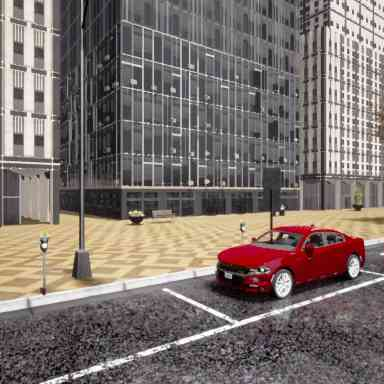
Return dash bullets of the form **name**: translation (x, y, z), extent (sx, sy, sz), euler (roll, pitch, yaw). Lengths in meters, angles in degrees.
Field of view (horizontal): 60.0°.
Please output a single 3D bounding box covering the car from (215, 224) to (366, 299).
- **car**: translation (2.606, 1.545, 8.422), extent (4.507, 1.381, 1.887), euler (0, 0, -36)
